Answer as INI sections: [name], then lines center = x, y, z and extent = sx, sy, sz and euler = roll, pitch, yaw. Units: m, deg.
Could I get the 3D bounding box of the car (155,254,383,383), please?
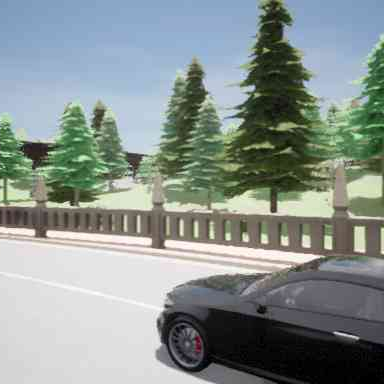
[car]
center = 1.699, 1.508, 3.965
extent = 4.674, 1.442, 1.812
euler = 0, 0, 35
